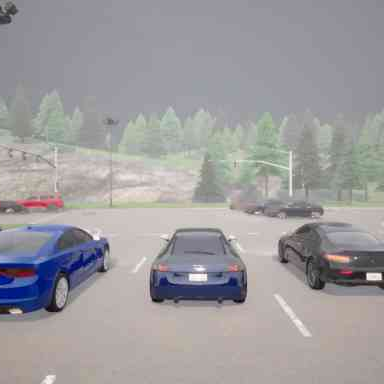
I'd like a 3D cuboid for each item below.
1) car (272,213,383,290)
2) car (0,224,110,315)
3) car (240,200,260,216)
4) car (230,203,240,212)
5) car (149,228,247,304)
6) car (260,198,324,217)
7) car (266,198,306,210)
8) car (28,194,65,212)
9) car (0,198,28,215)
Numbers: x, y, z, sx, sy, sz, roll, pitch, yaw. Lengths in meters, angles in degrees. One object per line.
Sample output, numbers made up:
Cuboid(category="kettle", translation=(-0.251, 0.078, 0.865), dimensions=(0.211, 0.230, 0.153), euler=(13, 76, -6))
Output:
Cuboid(category="car", translation=(3.678, 1.526, 8.958), dimensions=(1.812, 1.442, 4.674), euler=(0, 0, 1))
Cuboid(category="car", translation=(-3.351, 1.478, 7.723), dimensions=(1.882, 1.535, 5.008), euler=(0, 0, 1))
Cuboid(category="car", translation=(7.386, 1.505, 31.471), dimensions=(4.892, 1.490, 1.837), euler=(0, 0, -6))
Cuboid(category="car", translation=(6.481, 1.564, 38.394), dimensions=(4.181, 1.385, 1.994), euler=(0, 0, -6))
Cuboid(category="car", translation=(0.161, 1.564, 8.221), dimensions=(1.994, 1.385, 4.181), euler=(0, 0, 1))
Cuboid(category="car", translation=(8.616, 1.504, 28.089), dimensions=(4.892, 1.490, 1.837), euler=(0, 0, -6))
Cuboid(category="car", translation=(11.935, 1.525, 42.405), dimensions=(4.674, 1.442, 1.812), euler=(0, 0, -4))
Cuboid(category="car", translation=(-17.316, 1.223, 37.578), dimensions=(5.566, 2.045, 2.150), euler=(0, 0, -15))
Cuboid(category="car", translation=(-19.546, 1.506, 33.318), dimensions=(4.892, 1.490, 1.837), euler=(0, -1, -16))
